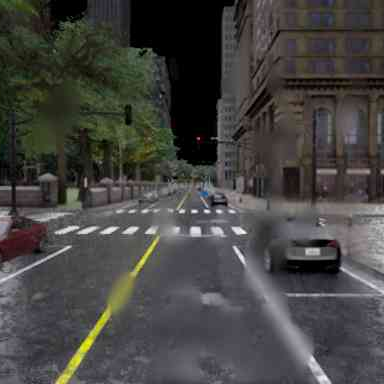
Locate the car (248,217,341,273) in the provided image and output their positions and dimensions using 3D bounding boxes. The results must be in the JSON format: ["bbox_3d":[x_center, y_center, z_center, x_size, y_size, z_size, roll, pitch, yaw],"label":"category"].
[{"bbox_3d":[2.797,1.370,9.758,1.947,1.339,4.313,0,1,0],"label":"car"}]

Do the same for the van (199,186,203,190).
[{"bbox_3d":[3.046,-0.163,74.119,1.690,1.788,3.998,0,1,0],"label":"van"}]

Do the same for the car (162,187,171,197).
[{"bbox_3d":[-5.521,0.162,63.335,1.967,1.590,4.097,0,1,0],"label":"car"}]

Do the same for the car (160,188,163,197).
[{"bbox_3d":[-5.584,0.496,47.078,1.967,1.590,4.097,0,1,0],"label":"car"}]

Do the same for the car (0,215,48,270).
[{"bbox_3d":[-5.728,1.386,9.809,1.802,1.307,4.206,0,1,0],"label":"car"}]

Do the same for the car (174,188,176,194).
[{"bbox_3d":[-5.458,-0.089,79.424,1.752,1.417,4.829,0,1,0],"label":"car"}]

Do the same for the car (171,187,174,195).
[{"bbox_3d":[-5.500,-0.076,68.752,2.192,1.841,5.009,0,1,0],"label":"car"}]

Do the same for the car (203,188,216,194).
[{"bbox_3d":[2.943,0.578,47.197,1.752,1.417,4.829,0,1,0],"label":"car"}]

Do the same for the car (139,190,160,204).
[{"bbox_3d":[-5.604,0.716,41.661,2.008,1.369,4.403,0,1,0],"label":"car"}]

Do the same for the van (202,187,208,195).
[{"bbox_3d":[2.962,0.287,52.442,1.690,1.788,3.998,0,1,0],"label":"van"}]

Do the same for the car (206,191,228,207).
[{"bbox_3d":[2.900,0.841,36.189,1.947,1.339,4.313,0,1,0],"label":"car"}]

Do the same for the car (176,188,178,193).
[{"bbox_3d":[-5.437,-0.417,85.009,2.192,1.841,5.009,0,1,0],"label":"car"}]

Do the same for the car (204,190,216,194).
[{"bbox_3d":[2.921,0.732,41.609,1.947,1.339,4.313,0,1,0],"label":"car"}]
